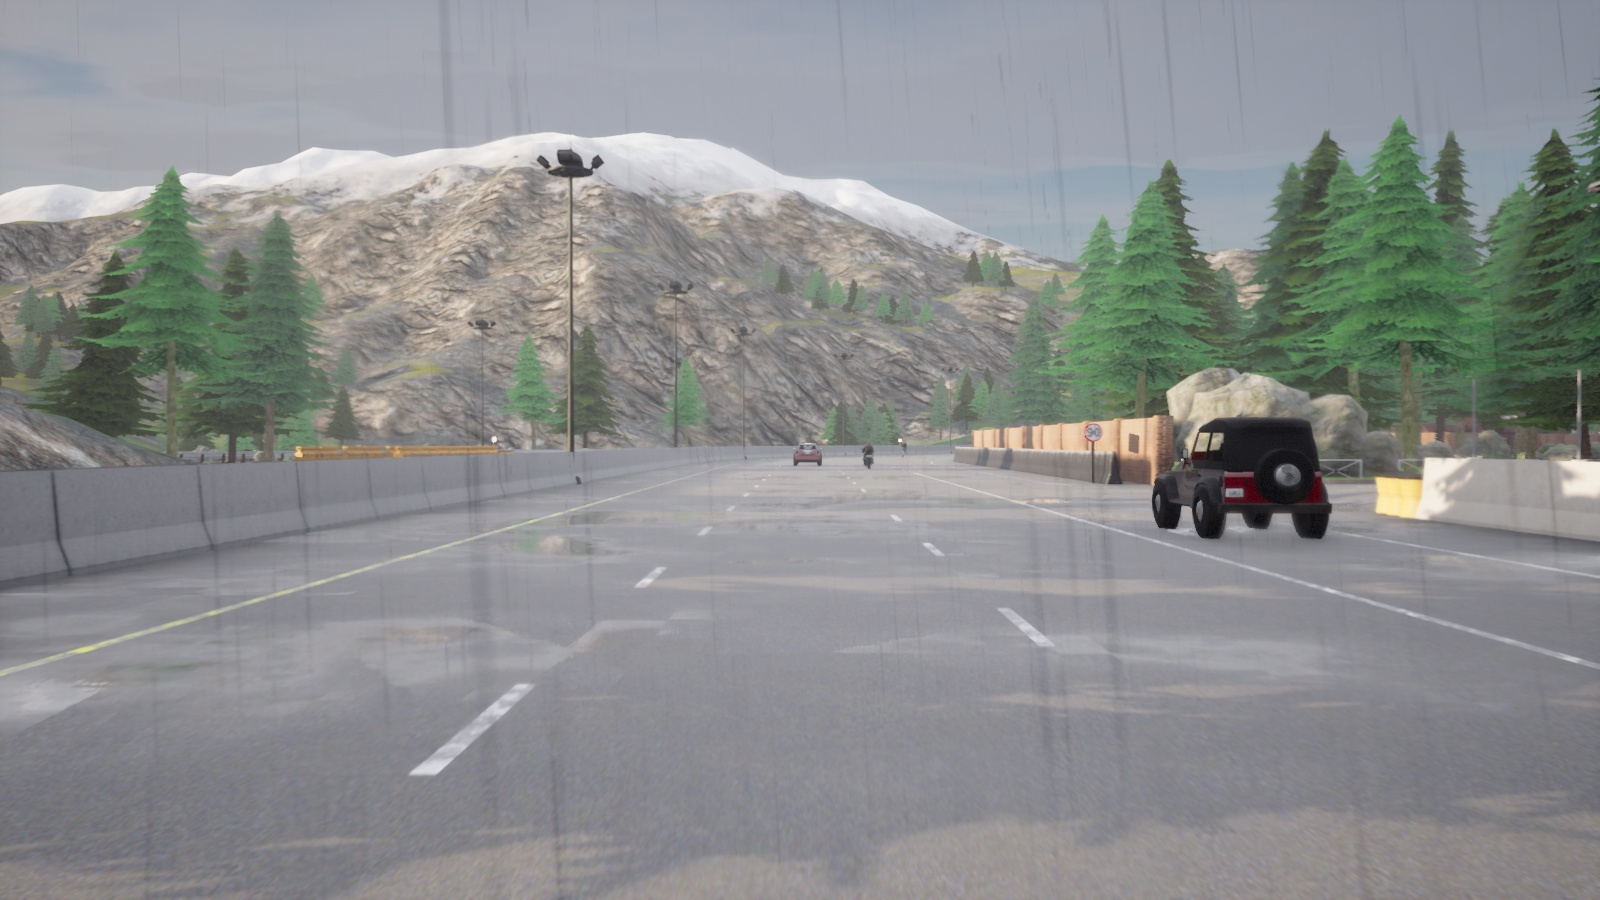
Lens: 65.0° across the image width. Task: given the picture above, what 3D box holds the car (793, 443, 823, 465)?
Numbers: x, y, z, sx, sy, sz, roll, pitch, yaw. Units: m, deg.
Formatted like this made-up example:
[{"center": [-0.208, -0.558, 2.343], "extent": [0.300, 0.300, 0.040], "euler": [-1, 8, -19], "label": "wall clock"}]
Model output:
[{"center": [0.545, 0.235, 84.608], "extent": [1.970, 1.475, 3.806], "euler": [0, 0, 1], "label": "car"}]

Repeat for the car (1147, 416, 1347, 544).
[{"center": [7.132, 0.433, 20.472], "extent": [1.905, 1.878, 3.866], "euler": [0, 0, 0], "label": "car"}]
